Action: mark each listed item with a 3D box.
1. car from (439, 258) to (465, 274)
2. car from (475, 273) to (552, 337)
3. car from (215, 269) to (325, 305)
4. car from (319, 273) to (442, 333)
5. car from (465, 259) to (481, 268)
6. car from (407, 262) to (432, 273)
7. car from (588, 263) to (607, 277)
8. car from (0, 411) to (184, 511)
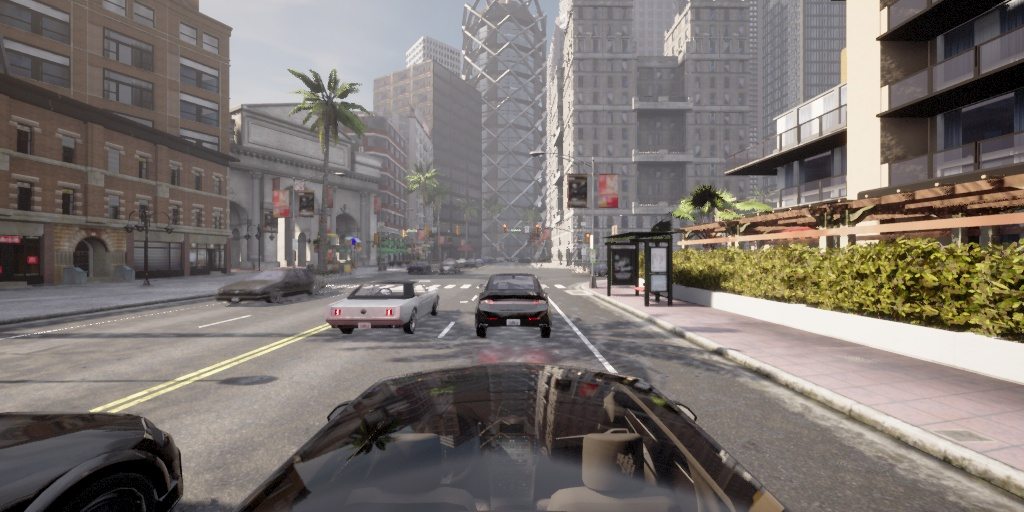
[{"bbox_3d":[-7.187,1.241,41.878,2.128,1.511,4.902,0,0,0],"label":"car"},{"bbox_3d":[0.041,1.242,10.289,2.128,1.511,4.902,0,0,0],"label":"car"},{"bbox_3d":[-10.632,1.297,16.435,2.033,1.411,5.357,0,0,0],"label":"car"},{"bbox_3d":[-3.457,1.351,10.668,1.895,1.301,4.718,0,0,0],"label":"car"},{"bbox_3d":[-7.192,1.297,62.847,2.033,1.411,5.357,0,0,0],"label":"car"},{"bbox_3d":[-10.687,1.351,41.745,1.895,1.301,4.718,0,0,0],"label":"car"},{"bbox_3d":[10.079,1.297,34.561,5.357,1.411,2.033,0,0,-1],"label":"car"},{"bbox_3d":[-3.392,1.314,0.849,1.994,1.385,4.181,0,0,0],"label":"car"}]
